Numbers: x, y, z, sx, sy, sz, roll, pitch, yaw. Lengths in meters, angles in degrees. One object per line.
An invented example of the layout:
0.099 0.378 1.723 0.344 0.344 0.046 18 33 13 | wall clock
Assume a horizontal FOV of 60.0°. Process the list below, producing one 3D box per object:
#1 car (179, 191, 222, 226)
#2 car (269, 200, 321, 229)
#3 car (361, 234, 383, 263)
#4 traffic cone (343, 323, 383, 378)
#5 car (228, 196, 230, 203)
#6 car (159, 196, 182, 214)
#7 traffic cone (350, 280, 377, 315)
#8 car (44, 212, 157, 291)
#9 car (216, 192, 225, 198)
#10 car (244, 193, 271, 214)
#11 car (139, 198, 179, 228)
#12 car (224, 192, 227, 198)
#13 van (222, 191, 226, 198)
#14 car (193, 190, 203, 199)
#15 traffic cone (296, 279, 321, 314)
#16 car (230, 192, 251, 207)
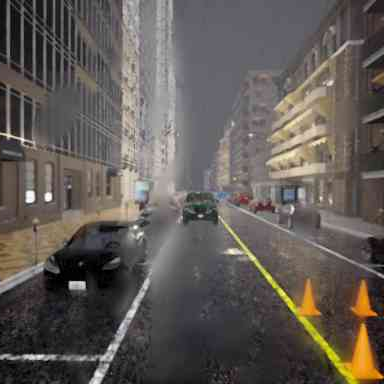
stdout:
0.524 0.981 21.650 2.150 2.045 5.566 0 1 1 | car
6.287 1.368 19.945 2.008 1.369 4.403 0 1 1 | car
6.143 1.508 8.650 1.947 1.339 4.313 0 1 1 | car
2.116 1.921 4.119 0.340 0.580 0.340 0 1 1 | traffic cone
6.648 1.094 48.184 1.802 1.307 4.206 0 1 1 | car
-1.950 1.163 31.176 1.752 1.417 4.829 0 1 1 | car
3.141 1.906 6.106 0.340 0.580 0.340 0 1 1 | traffic cone
-2.238 1.450 8.756 1.947 1.339 4.313 0 1 1 | car
7.083 0.727 82.071 1.947 1.339 4.313 0 1 1 | car
6.432 1.135 31.239 1.967 1.590 4.097 0 1 1 | car
-2.092 1.310 20.051 2.008 1.369 4.403 0 1 1 | car
6.721 1.033 53.832 1.802 1.307 4.206 0 1 1 | car
7.011 0.559 76.420 1.690 1.788 3.998 0 1 1 | van
1.313 0.537 75.814 2.097 1.767 4.553 0 1 1 | car
2.141 1.899 6.119 0.340 0.580 0.340 0 1 1 | traffic cone
6.579 0.888 42.533 2.192 1.841 5.009 0 1 1 | car
